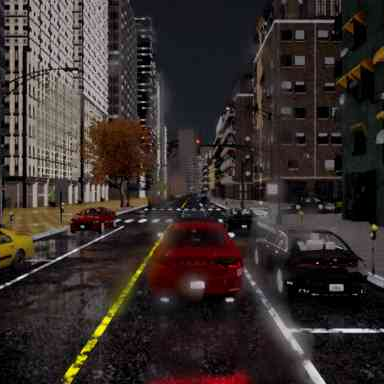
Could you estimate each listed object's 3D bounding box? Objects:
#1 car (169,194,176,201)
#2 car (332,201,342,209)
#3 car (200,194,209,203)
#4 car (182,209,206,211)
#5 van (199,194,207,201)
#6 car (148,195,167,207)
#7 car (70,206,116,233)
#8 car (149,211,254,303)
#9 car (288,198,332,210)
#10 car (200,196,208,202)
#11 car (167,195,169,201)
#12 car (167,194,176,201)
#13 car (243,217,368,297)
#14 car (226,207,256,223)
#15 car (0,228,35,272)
[{"bbox_3d":[-5.585,1.641,84.992,1.947,1.339,4.313,0,0,0],"label":"car"},{"bbox_3d":[18.871,1.255,38.895,4.829,1.417,1.752,-1,1,0],"label":"car"},{"bbox_3d":[2.782,1.623,73.934,1.947,1.339,4.313,0,0,0],"label":"car"},{"bbox_3d":[0.110,1.603,18.385,1.895,1.301,4.718,0,0,0],"label":"car"},{"bbox_3d":[2.796,1.416,84.981,1.690,1.788,3.998,0,0,0],"label":"van"},{"bbox_3d":[-5.627,1.344,51.854,2.192,1.841,5.009,0,0,0],"label":"car"},{"bbox_3d":[-5.667,1.547,19.466,1.887,1.381,4.507,0,0,0],"label":"car"},{"bbox_3d":[0.102,1.478,8.294,1.882,1.535,5.008,0,0,0],"label":"car"},{"bbox_3d":[13.475,1.355,38.847,4.403,1.369,2.008,-1,1,0],"label":"car"},{"bbox_3d":[2.789,1.591,79.627,1.752,1.417,4.829,0,0,0],"label":"car"},{"bbox_3d":[-5.619,1.601,57.377,1.947,1.339,4.313,0,0,0],"label":"car"},{"bbox_3d":[-5.578,1.401,90.514,2.192,1.841,5.009,0,0,0],"label":"car"},{"bbox_3d":[2.700,1.551,8.389,2.008,1.369,4.403,0,0,0],"label":"car"},{"bbox_3d":[2.713,1.553,19.455,2.008,1.369,4.403,0,0,0],"label":"car"},{"bbox_3d":[-5.681,1.525,8.230,1.752,1.417,4.829,0,0,0],"label":"car"}]
